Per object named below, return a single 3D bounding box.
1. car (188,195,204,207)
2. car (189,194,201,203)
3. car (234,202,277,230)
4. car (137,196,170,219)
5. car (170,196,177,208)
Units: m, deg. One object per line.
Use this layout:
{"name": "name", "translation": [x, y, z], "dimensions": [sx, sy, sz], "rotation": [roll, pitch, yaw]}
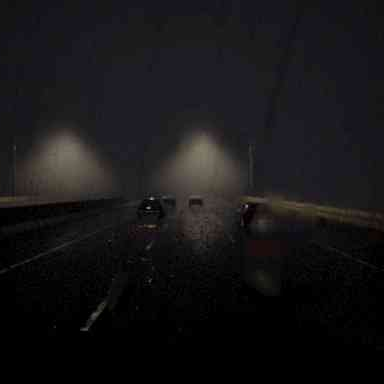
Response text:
{"name": "car", "translation": [0.518, 1.205, 45.465], "dimensions": [2.128, 1.511, 4.902], "rotation": [0, 0, 0]}
{"name": "car", "translation": [0.575, 1.175, 59.937], "dimensions": [2.033, 1.411, 5.357], "rotation": [0, 0, 1]}
{"name": "car", "translation": [3.737, 1.373, 19.987], "dimensions": [1.837, 1.490, 4.892], "rotation": [0, 0, 1]}
{"name": "car", "translation": [-3.200, 1.251, 27.028], "dimensions": [2.033, 1.649, 4.856], "rotation": [0, 0, 1]}
{"name": "car", "translation": [-3.066, 1.216, 43.517], "dimensions": [2.128, 1.511, 4.902], "rotation": [0, 0, 1]}
